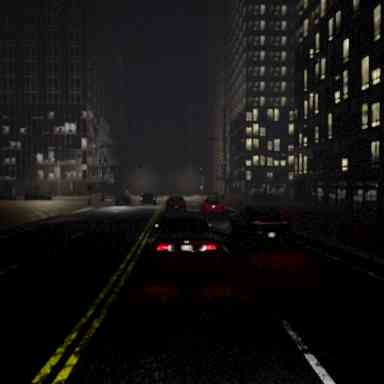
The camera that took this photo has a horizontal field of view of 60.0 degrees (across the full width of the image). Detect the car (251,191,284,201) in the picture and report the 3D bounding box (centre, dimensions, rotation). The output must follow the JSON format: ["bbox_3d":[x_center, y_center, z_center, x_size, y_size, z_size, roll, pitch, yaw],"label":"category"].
[{"bbox_3d":[12.893,0.811,58.368,5.009,1.841,2.192,0,1,-3],"label":"car"}]

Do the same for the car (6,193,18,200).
[{"bbox_3d":[-31.669,0.819,56.188,4.206,1.307,1.802,0,1,-2],"label":"car"}]

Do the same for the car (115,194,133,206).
[{"bbox_3d":[-8.982,0.998,43.966,2.128,1.511,4.902,0,1,-3],"label":"car"}]

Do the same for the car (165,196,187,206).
[{"bbox_3d":[-1.542,1.113,31.766,1.882,1.535,5.008,0,1,-4],"label":"car"}]

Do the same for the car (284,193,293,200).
[{"bbox_3d":[17.963,0.821,66.996,4.829,1.417,1.752,0,1,-3],"label":"car"}]

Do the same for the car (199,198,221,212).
[{"bbox_3d":[1.764,1.200,30.969,1.994,1.385,4.181,0,1,-4],"label":"car"}]

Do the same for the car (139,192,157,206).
[{"bbox_3d":[-5.708,0.853,43.634,2.097,1.767,4.553,0,1,-3],"label":"car"}]

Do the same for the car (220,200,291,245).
[{"bbox_3d":[2.771,1.318,14.517,2.128,1.511,4.902,0,1,-3],"label":"car"}]

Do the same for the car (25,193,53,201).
[{"bbox_3d":[-25.988,0.837,56.417,4.313,1.339,1.947,0,1,-2],"label":"car"}]

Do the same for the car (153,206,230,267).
[{"bbox_3d":[-0.261,1.424,10.874,2.033,1.411,5.357,0,1,-3],"label":"car"}]
